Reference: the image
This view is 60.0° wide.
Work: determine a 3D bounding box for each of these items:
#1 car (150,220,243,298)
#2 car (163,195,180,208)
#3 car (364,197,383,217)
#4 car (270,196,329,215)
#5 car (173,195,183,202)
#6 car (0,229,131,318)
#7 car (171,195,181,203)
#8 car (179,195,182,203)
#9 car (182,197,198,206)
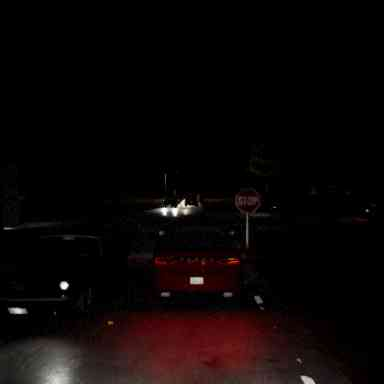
[{"bbox_3d":[0.121,1.457,8.524,1.882,1.535,5.008,0,0,1],"label":"car"},{"bbox_3d":[-3.025,1.519,47.553,1.895,1.301,4.718,0,0,-1],"label":"car"},{"bbox_3d":[15.686,1.096,25.212,4.892,1.490,1.837,-1,1,0],"label":"car"},{"bbox_3d":[9.250,1.159,28.873,4.892,1.490,1.837,-1,1,0],"label":"car"},{"bbox_3d":[-3.177,1.464,76.100,1.994,1.385,4.181,0,0,0],"label":"car"},{"bbox_3d":[-2.741,1.583,7.513,1.895,1.301,4.718,0,0,1],"label":"car"},{"bbox_3d":[-3.103,1.386,66.261,1.882,1.535,5.008,0,0,0],"label":"car"},{"bbox_3d":[-3.071,1.263,56.641,2.097,1.767,4.553,0,0,0],"label":"car"},{"bbox_3d":[-0.113,1.478,51.678,1.994,1.385,4.181,0,0,-1],"label":"car"}]
